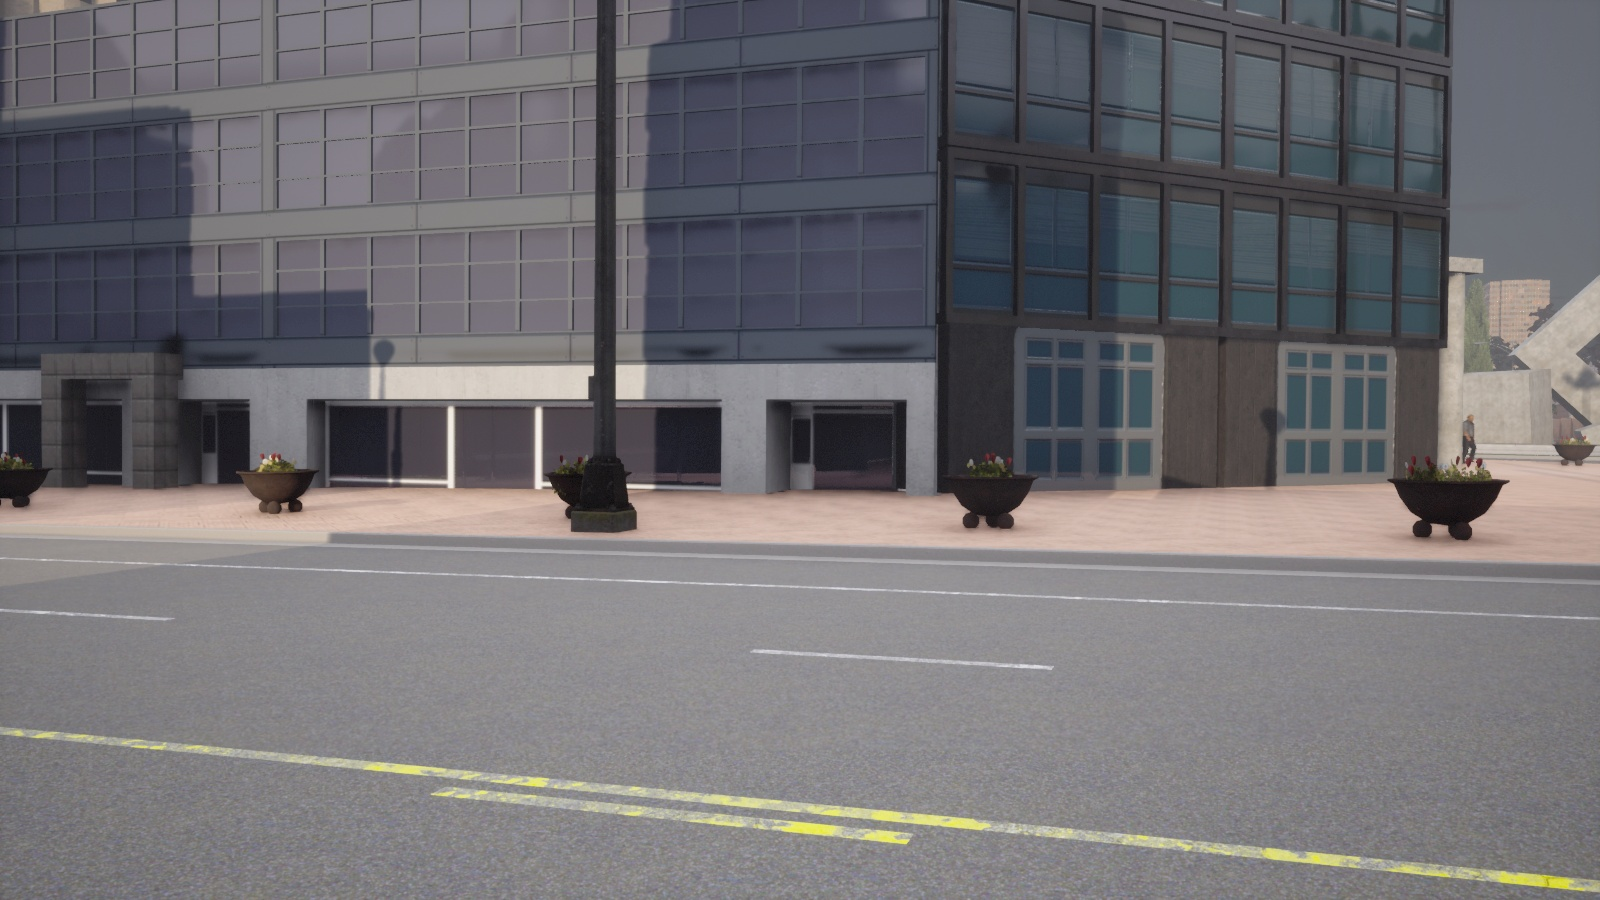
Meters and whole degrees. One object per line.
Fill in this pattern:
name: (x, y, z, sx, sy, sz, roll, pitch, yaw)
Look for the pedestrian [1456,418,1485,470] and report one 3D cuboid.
pedestrian: (24.076, -0.227, 45.097, 0.540, 1.848, 0.694, 0, 1, -25)
